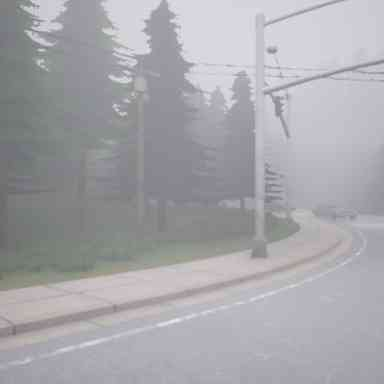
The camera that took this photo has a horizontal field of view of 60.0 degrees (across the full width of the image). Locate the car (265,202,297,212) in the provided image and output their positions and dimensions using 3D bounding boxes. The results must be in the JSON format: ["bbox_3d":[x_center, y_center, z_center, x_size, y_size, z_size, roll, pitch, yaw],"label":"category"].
[{"bbox_3d":[9.797,1.617,38.798,2.033,1.411,5.357,0,0,-25],"label":"car"}]

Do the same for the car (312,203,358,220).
[{"bbox_3d":[12.243,1.662,28.741,1.895,1.301,4.718,0,0,-5],"label":"car"}]
